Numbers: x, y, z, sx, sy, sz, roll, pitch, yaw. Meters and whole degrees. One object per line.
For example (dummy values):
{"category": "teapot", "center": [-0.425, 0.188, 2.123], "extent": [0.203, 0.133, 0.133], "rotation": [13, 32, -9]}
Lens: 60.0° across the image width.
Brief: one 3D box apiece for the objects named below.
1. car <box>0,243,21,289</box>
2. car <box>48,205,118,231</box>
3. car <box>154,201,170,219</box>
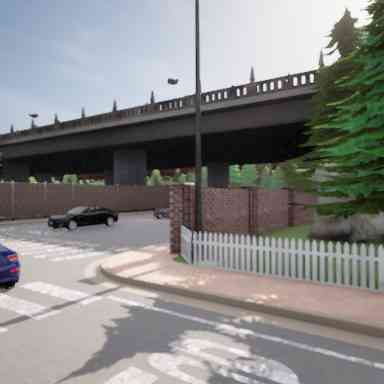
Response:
{"category": "car", "center": [-5.949, 1.604, 8.060], "extent": [4.674, 1.442, 1.812], "rotation": [-1, 0, 36]}
{"category": "car", "center": [-7.296, 1.670, 22.660], "extent": [1.882, 1.535, 5.008], "rotation": [-1, 0, 35]}
{"category": "car", "center": [-1.513, 1.544, 30.971], "extent": [2.097, 1.767, 4.553], "rotation": [-1, 0, 35]}
